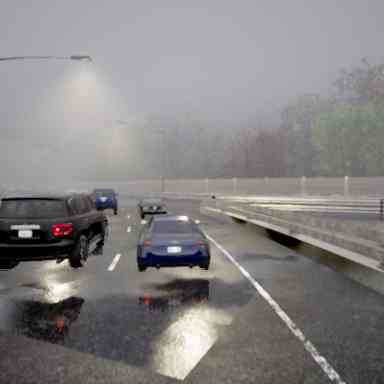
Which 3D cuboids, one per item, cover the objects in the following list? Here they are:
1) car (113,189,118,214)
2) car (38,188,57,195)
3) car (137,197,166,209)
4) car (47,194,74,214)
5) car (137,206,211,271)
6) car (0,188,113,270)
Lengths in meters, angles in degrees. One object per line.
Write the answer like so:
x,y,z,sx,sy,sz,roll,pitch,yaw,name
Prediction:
-7.409,0.678,27.889,2.150,2.045,5.566,0,1,-15,car
-35.537,-0.146,81.642,5.357,1.411,2.033,1,2,41,car
-3.006,1.063,24.636,2.033,1.411,5.357,0,1,-12,car
-11.437,0.965,29.195,1.812,1.442,4.674,0,1,-16,car
-0.637,1.359,10.279,1.994,1.385,4.181,0,1,-6,car
-4.149,1.018,10.520,2.150,2.045,5.566,0,1,-5,car
